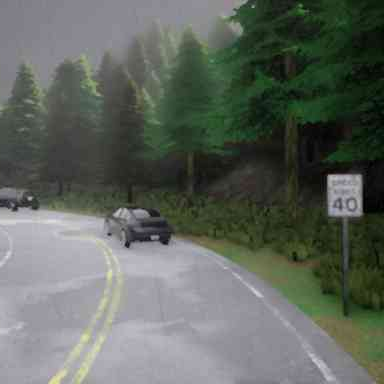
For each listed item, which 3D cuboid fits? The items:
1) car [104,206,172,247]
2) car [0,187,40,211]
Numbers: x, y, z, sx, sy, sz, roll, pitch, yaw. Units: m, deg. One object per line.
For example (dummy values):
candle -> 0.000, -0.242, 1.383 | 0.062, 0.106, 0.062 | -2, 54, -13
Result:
car -> -2.489, 1.373, 14.623 | 1.837, 1.490, 4.892 | 1, 2, -27
car -> -13.857, 0.424, 25.271 | 4.553, 1.767, 2.097 | 4, 0, 23
